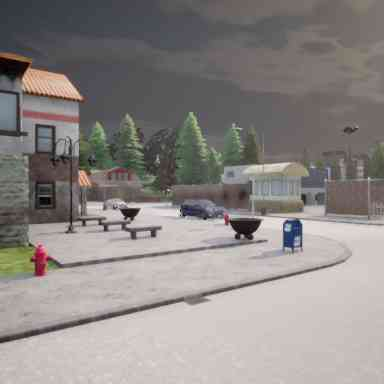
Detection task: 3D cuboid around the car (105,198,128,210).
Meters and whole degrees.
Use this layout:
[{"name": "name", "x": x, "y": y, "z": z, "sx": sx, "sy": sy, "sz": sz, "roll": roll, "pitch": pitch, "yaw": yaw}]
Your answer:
[{"name": "car", "x": -9.844, "y": 1.526, "z": 42.839, "sx": 1.812, "sy": 1.442, "sz": 4.674, "roll": 0, "pitch": 0, "yaw": -35}]

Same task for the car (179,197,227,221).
[{"name": "car", "x": 0.870, "y": 1.347, "z": 27.637, "sx": 2.097, "sy": 1.767, "sz": 4.553, "roll": 0, "pitch": 0, "yaw": -35}]
